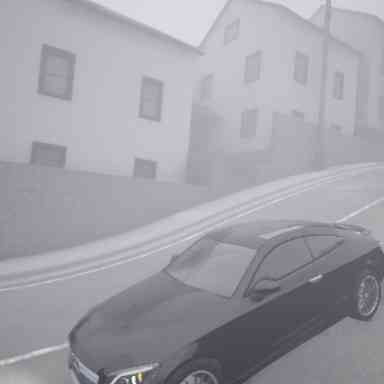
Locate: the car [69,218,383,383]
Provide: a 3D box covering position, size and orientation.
[{"bbox_3d":[0.762,1.211,4.463,4.674,1.442,1.812,-11,6,-33],"label":"car"}]
